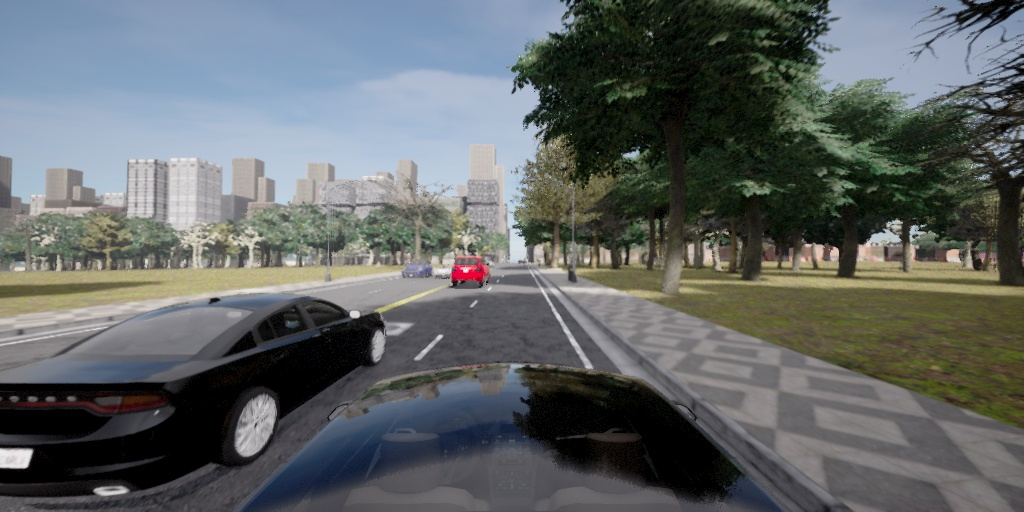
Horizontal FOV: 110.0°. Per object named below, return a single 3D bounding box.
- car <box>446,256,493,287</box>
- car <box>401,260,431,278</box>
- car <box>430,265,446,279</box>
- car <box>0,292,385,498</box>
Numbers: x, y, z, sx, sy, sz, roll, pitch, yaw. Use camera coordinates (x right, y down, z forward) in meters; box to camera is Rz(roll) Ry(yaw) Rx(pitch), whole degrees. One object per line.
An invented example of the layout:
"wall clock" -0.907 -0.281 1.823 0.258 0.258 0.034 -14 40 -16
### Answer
"car" -2.851 1.052 25.401 2.150 2.045 5.566 0 0 2
"car" -9.248 1.233 35.342 2.097 1.767 4.553 0 0 2
"car" -6.033 1.475 34.224 1.895 1.301 4.718 0 0 2
"car" -3.400 1.236 4.955 1.882 1.535 5.008 0 0 1
